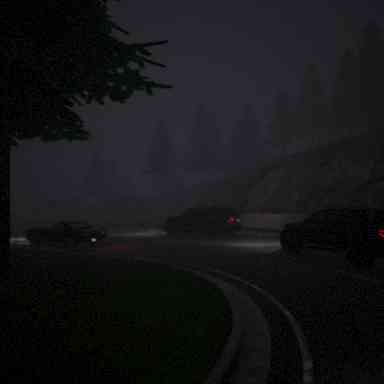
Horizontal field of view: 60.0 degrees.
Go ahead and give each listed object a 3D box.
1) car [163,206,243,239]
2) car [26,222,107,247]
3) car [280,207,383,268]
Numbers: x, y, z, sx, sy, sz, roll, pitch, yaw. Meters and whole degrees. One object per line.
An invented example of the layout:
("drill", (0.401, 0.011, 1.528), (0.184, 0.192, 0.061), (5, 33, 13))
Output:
("car", (0.684, 1.985, 22.640), (5.566, 2.045, 2.150), (-2, -2, 31))
("car", (-7.287, 2.364, 19.122), (4.718, 1.301, 1.895), (-2, -2, 28))
("car", (5.885, 1.594, 13.048), (2.150, 2.045, 5.566), (1, -3, -25))
